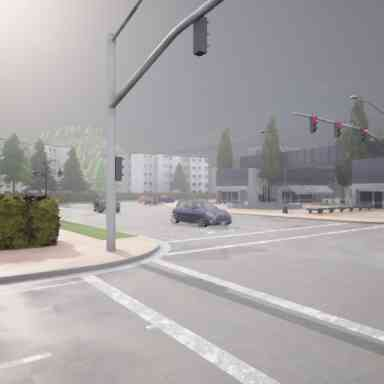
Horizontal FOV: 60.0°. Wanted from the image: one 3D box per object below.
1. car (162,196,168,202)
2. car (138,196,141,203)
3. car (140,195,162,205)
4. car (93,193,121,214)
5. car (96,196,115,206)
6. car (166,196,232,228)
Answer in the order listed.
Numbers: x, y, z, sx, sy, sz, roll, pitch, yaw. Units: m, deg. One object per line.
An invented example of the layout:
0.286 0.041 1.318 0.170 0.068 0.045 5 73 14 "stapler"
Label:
-5.299 1.478 69.547 1.882 1.535 5.008 0 0 20 "car"
-9.314 1.352 68.077 2.097 1.767 4.553 0 0 15 "car"
-7.213 1.547 59.082 2.033 1.411 5.357 0 0 3 "car"
-9.440 1.214 36.451 2.150 2.045 5.566 0 1 -26 "car"
-14.501 1.498 56.131 2.128 1.511 4.902 0 0 -2 "car"
0.554 1.352 22.241 2.097 1.767 4.553 0 0 -38 "car"
